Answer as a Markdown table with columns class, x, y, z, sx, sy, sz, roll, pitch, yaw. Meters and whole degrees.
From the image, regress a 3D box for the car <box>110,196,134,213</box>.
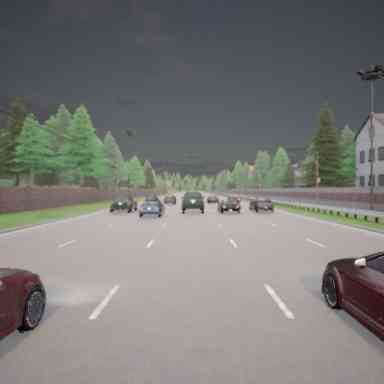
| class | x | y | z | sx | sy | sz | roll | pitch | yaw |
| --- | --- | --- | --- | --- | --- | --- | --- | --- | --- |
| car | -6.899 | 1.153 | 34.134 | 2.097 | 1.767 | 4.553 | 0 | 0 | 0 |

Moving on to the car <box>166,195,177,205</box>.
| class | x | y | z | sx | sy | sz | roll | pitch | yaw |
| --- | --- | --- | --- | --- | --- | --- | --- | --- | --- |
| car | -3.425 | 1.186 | 52.596 | 2.128 | 1.511 | 4.902 | 0 | 0 | 0 |

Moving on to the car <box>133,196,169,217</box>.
| class | x | y | z | sx | sy | sz | roll | pitch | yaw |
| --- | --- | --- | --- | --- | --- | --- | --- | --- | --- |
| car | -3.400 | 1.379 | 28.872 | 2.033 | 1.411 | 5.357 | 0 | 0 | 0 |

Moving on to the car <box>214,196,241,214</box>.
| class | x | y | z | sx | sy | sz | roll | pitch | yaw |
| --- | --- | --- | --- | --- | --- | --- | --- | --- | --- |
| car | 3.600 | 1.408 | 33.125 | 1.895 | 1.301 | 4.718 | 0 | 0 | 0 |

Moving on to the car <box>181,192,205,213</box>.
| class | x | y | z | sx | sy | sz | roll | pitch | yaw |
| --- | --- | --- | --- | --- | --- | --- | --- | --- | --- |
| car | 0.101 | 1.024 | 33.920 | 2.150 | 2.045 | 5.566 | 0 | 0 | 0 |

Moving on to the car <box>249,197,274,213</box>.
| class | x | y | z | sx | sy | sz | roll | pitch | yaw |
| --- | --- | --- | --- | --- | --- | --- | --- | --- | --- |
| car | 7.101 | 1.291 | 34.363 | 2.128 | 1.511 | 4.902 | 0 | 0 | 0 |

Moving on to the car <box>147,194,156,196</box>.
| class | x | y | z | sx | sy | sz | roll | pitch | yaw |
| --- | --- | --- | --- | --- | --- | --- | --- | --- | --- |
| car | -6.910 | 1.156 | 57.353 | 2.128 | 1.511 | 4.902 | 0 | 0 | 0 |

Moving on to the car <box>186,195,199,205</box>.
| class | x | y | z | sx | sy | sz | roll | pitch | yaw |
| --- | --- | --- | --- | --- | --- | --- | --- | --- | --- |
| car | 0.074 | 1.243 | 52.299 | 2.033 | 1.411 | 5.357 | 0 | 0 | 0 |

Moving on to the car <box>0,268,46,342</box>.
| class | x | y | z | sx | sy | sz | roll | pitch | yaw |
| --- | --- | --- | --- | --- | --- | --- | --- | --- | --- |
| car | -3.414 | 1.503 | 3.787 | 1.812 | 1.442 | 4.674 | 0 | 0 | 0 |

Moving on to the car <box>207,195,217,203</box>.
| class | x | y | z | sx | sy | sz | roll | pitch | yaw |
| --- | --- | --- | --- | --- | --- | --- | --- | --- | --- |
| car | 3.589 | 1.230 | 57.263 | 1.994 | 1.385 | 4.181 | 0 | 0 | 0 |

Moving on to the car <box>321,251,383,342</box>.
| class | x | y | z | sx | sy | sz | roll | pitch | yaw |
| --- | --- | --- | --- | --- | --- | --- | --- | --- | --- |
| car | 3.600 | 1.534 | 5.039 | 1.994 | 1.385 | 4.181 | 0 | 0 | 0 |
